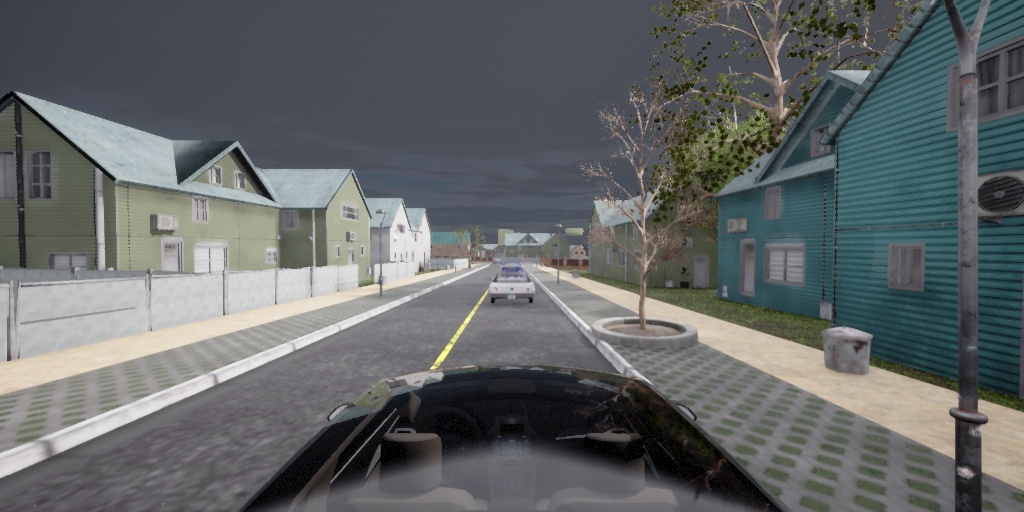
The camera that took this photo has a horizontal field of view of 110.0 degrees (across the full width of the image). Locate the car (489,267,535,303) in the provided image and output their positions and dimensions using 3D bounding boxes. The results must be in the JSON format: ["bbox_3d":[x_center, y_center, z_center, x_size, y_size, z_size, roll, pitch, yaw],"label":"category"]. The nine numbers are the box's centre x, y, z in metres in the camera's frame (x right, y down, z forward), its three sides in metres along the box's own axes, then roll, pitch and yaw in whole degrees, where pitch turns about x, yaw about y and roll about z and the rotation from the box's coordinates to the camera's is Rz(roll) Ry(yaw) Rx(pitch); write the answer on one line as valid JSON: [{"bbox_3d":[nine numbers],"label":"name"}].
[{"bbox_3d":[0.000,1.359,16.535,1.895,1.301,4.718,0,0,0],"label":"car"}]

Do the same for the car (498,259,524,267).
[{"bbox_3d":[0.000,1.222,31.508,1.882,1.535,5.008,0,0,0],"label":"car"}]
